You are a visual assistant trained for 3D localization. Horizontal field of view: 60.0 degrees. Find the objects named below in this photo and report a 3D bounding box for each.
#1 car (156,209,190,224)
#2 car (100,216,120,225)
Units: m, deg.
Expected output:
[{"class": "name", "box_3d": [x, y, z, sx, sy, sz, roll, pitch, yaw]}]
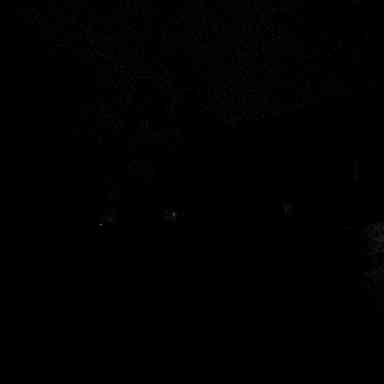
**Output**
[{"class": "car", "box_3d": [-2.259, 2.705, 37.704, 2.097, 1.767, 4.553, 0, -5, -36]}, {"class": "car", "box_3d": [-13.078, 4.564, 52.555, 1.812, 1.442, 4.674, 0, -5, -36]}]
